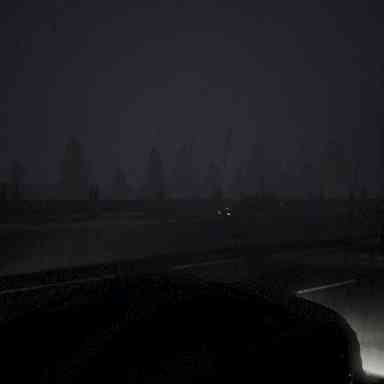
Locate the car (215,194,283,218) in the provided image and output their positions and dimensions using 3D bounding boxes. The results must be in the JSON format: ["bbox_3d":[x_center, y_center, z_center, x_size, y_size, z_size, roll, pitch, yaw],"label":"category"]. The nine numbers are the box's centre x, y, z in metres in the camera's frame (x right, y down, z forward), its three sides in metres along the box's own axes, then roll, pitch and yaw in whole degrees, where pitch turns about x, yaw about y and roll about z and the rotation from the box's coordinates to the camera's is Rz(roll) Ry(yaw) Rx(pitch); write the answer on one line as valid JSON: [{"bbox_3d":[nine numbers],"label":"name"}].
[{"bbox_3d":[4.599,1.216,26.296,5.566,2.045,2.150,0,0,-24],"label":"car"}]

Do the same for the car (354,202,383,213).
[{"bbox_3d":[15.344,1.522,26.771,4.902,1.511,2.128,0,0,-19],"label":"car"}]

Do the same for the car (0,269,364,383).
[{"bbox_3d":[-0.113,1.556,3.454,4.181,1.385,1.994,0,0,-34],"label":"car"}]

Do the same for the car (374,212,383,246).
[{"bbox_3d":[9.331,1.569,12.807,4.181,1.385,1.994,0,0,-26],"label":"car"}]
